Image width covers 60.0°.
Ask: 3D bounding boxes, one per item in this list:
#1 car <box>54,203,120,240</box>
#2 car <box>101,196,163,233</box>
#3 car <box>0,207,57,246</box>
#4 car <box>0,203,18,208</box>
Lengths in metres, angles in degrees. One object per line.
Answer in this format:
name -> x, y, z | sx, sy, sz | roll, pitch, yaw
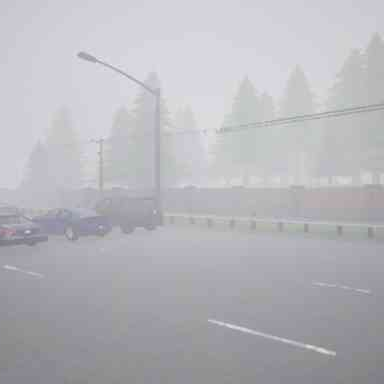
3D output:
car -> -6.244, 1.482, 16.921 | 5.008, 1.535, 1.882 | 0, 0, 36
car -> -4.236, 1.255, 19.788 | 5.566, 2.045, 2.150 | 0, 0, 36
car -> -8.276, 1.560, 14.072 | 5.357, 1.411, 2.033 | 0, 0, 36
car -> -16.448, 1.614, 28.499 | 4.718, 1.301, 1.895 | 0, 0, 36
